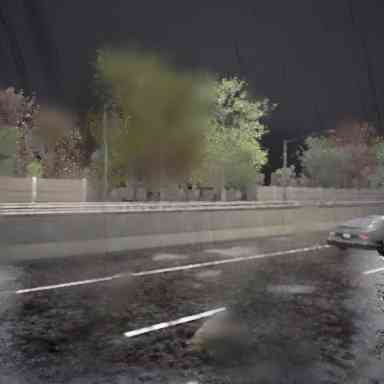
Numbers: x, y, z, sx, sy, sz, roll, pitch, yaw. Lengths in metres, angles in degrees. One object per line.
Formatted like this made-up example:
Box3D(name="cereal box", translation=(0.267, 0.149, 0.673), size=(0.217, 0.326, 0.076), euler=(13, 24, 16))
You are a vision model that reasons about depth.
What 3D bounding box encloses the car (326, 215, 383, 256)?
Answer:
Box3D(name="car", translation=(7.734, 1.681, 13.681), size=(5.357, 1.411, 2.033), euler=(1, 0, -35))
